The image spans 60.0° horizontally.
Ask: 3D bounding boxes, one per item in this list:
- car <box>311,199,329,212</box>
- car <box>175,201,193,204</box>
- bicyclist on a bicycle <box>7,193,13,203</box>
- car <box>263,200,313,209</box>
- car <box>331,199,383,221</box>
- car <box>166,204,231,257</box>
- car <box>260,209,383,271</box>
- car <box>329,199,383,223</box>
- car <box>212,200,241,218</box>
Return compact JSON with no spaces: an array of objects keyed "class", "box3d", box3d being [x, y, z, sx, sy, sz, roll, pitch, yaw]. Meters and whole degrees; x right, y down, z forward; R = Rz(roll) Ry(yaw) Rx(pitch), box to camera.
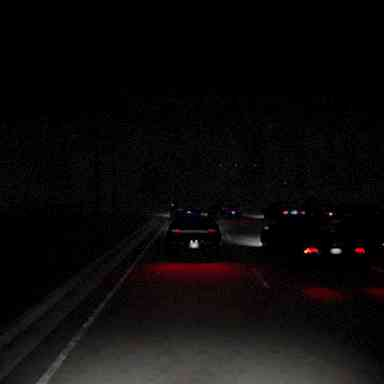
[{"class":"car","box3d":[10.047,1.364,27.220,1.837,1.490,4.892,0,1,-7]},{"class":"car","box3d":[-0.669,1.425,26.701,1.994,1.385,4.181,0,0,-12]},{"class":"bicyclist on a bicycle","box3d":[-29.229,1.025,53.391,0.582,1.620,1.656,0,1,0]},{"class":"car","box3d":[6.742,1.417,24.889,2.033,1.411,5.357,0,0,-4]},{"class":"car","box3d":[13.613,1.350,27.135,2.128,1.511,4.902,0,0,-6]},{"class":"car","box3d":[0.076,1.424,12.720,2.128,1.511,4.902,0,0,0]},{"class":"car","box3d":[3.566,1.491,10.698,2.033,1.411,5.357,0,0,0]},{"class":"car","box3d":[7.071,1.288,12.092,2.097,1.767,4.553,0,0,0]},{"class":"car","box3d":[2.667,1.379,27.978,1.812,1.442,4.674,0,0,-13]}]
